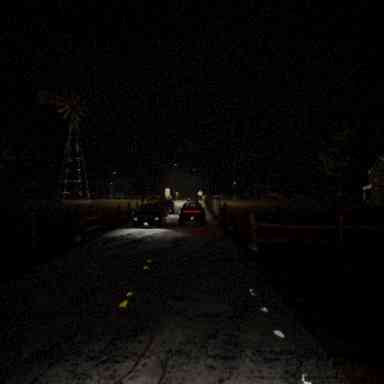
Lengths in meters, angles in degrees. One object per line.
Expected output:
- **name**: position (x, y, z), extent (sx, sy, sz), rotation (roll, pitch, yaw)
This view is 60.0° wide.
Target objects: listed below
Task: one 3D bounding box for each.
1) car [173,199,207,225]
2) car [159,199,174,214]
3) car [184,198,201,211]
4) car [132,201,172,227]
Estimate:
- **car**: position (0.032, 1.498, 24.021), extent (2.128, 1.511, 4.902), rotation (0, 0, 0)
- **car**: position (-2.761, 1.513, 34.899), extent (1.837, 1.490, 4.892), rotation (0, 0, 0)
- **car**: position (0.084, 1.556, 41.491), extent (2.033, 1.411, 5.357), rotation (0, 0, 0)
- **car**: position (-2.777, 1.554, 22.898), extent (2.033, 1.411, 5.357), rotation (0, 0, 1)
